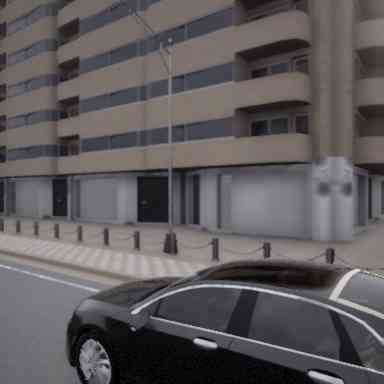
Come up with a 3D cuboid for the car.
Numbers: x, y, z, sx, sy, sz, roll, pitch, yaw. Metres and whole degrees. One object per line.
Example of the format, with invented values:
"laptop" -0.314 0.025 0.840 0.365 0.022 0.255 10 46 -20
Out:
"car" 0.658 1.506 3.522 4.892 1.490 1.837 0 0 35
